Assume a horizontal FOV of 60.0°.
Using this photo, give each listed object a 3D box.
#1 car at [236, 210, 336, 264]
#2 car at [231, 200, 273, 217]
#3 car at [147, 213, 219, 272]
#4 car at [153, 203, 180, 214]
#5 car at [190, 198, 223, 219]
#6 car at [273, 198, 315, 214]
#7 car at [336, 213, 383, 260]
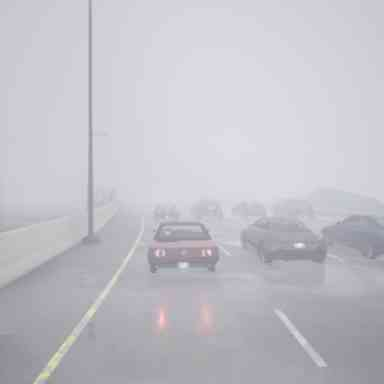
[{"bbox_3d":[3.053,1.547,11.844,1.994,1.385,4.181,0,0,-4],"label":"car"},{"bbox_3d":[4.721,1.458,28.252,2.128,1.511,4.902,0,0,-9],"label":"car"},{"bbox_3d":[-0.351,1.593,10.772,1.895,1.301,4.718,0,0,-3],"label":"car"},{"bbox_3d":[-2.187,1.583,27.294,1.895,1.301,4.718,0,0,-9],"label":"car"},{"bbox_3d":[1.170,1.326,28.271,2.097,1.767,4.553,0,0,-9],"label":"car"},{"bbox_3d":[8.333,1.311,27.753,2.097,1.767,4.553,0,0,-8],"label":"car"},{"bbox_3d":[6.528,1.501,12.234,1.812,1.442,4.674,0,0,-4],"label":"car"}]
